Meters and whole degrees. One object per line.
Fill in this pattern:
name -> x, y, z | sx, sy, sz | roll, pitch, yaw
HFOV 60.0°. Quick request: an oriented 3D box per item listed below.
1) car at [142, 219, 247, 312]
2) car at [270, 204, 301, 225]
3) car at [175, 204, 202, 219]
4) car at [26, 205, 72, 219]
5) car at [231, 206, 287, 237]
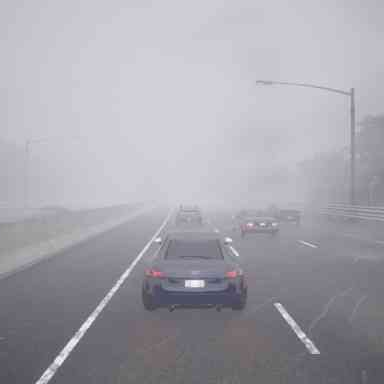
car -> 0.032, 1.574, 7.804 | 1.994, 1.385, 4.181 | 0, 0, 0
car -> 6.722, 1.641, 25.555 | 1.882, 1.535, 5.008 | 0, -1, -2
car -> -0.256, 1.647, 24.612 | 2.128, 1.511, 4.902 | 0, -1, -1
car -> -10.991, 1.720, 26.004 | 2.033, 1.411, 5.357 | 0, -1, -1
car -> 3.376, 1.637, 18.568 | 2.033, 1.411, 5.357 | 0, -1, -1
